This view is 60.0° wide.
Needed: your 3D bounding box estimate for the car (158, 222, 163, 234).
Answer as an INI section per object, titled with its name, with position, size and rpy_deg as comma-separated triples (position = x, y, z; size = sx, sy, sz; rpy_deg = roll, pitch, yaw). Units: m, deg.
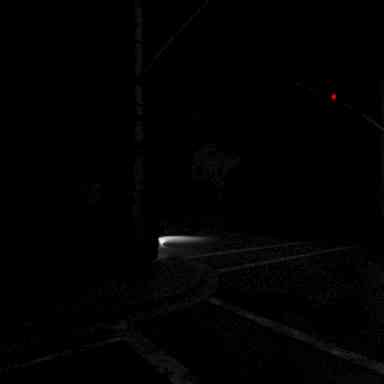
[car]
position = -3.684, 1.937, 21.617
size = 1.812, 1.442, 4.674
rpy_deg = 0, -1, -35
